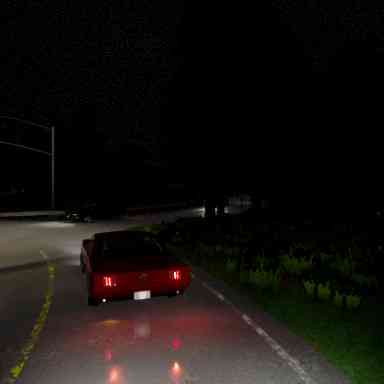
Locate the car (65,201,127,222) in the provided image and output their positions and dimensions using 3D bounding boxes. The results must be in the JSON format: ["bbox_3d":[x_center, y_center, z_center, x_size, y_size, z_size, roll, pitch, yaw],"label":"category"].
[{"bbox_3d":[-7.276,1.497,25.583,1.837,1.490,4.892,-1,0,41],"label":"car"}]

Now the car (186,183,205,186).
[{"bbox_3d":[0.935,-1.057,56.895,2.150,2.045,5.566,0,4,-26],"label":"car"}]

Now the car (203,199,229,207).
[{"bbox_3d":[2.804,0.725,38.054,2.097,1.767,4.553,-1,4,18],"label":"car"}]

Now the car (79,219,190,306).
[{"bbox_3d":[-1.688,1.601,8.167,1.895,1.301,4.718,0,0,-21],"label":"car"}]
